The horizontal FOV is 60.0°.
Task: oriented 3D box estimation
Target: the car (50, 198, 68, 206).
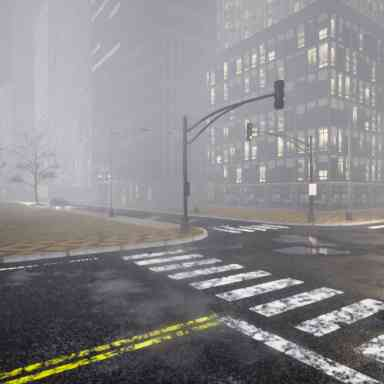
[{"bbox_3d":[-21.724,1.606,54.213,1.895,1.301,4.718,0,0,-35],"label":"car"}]
